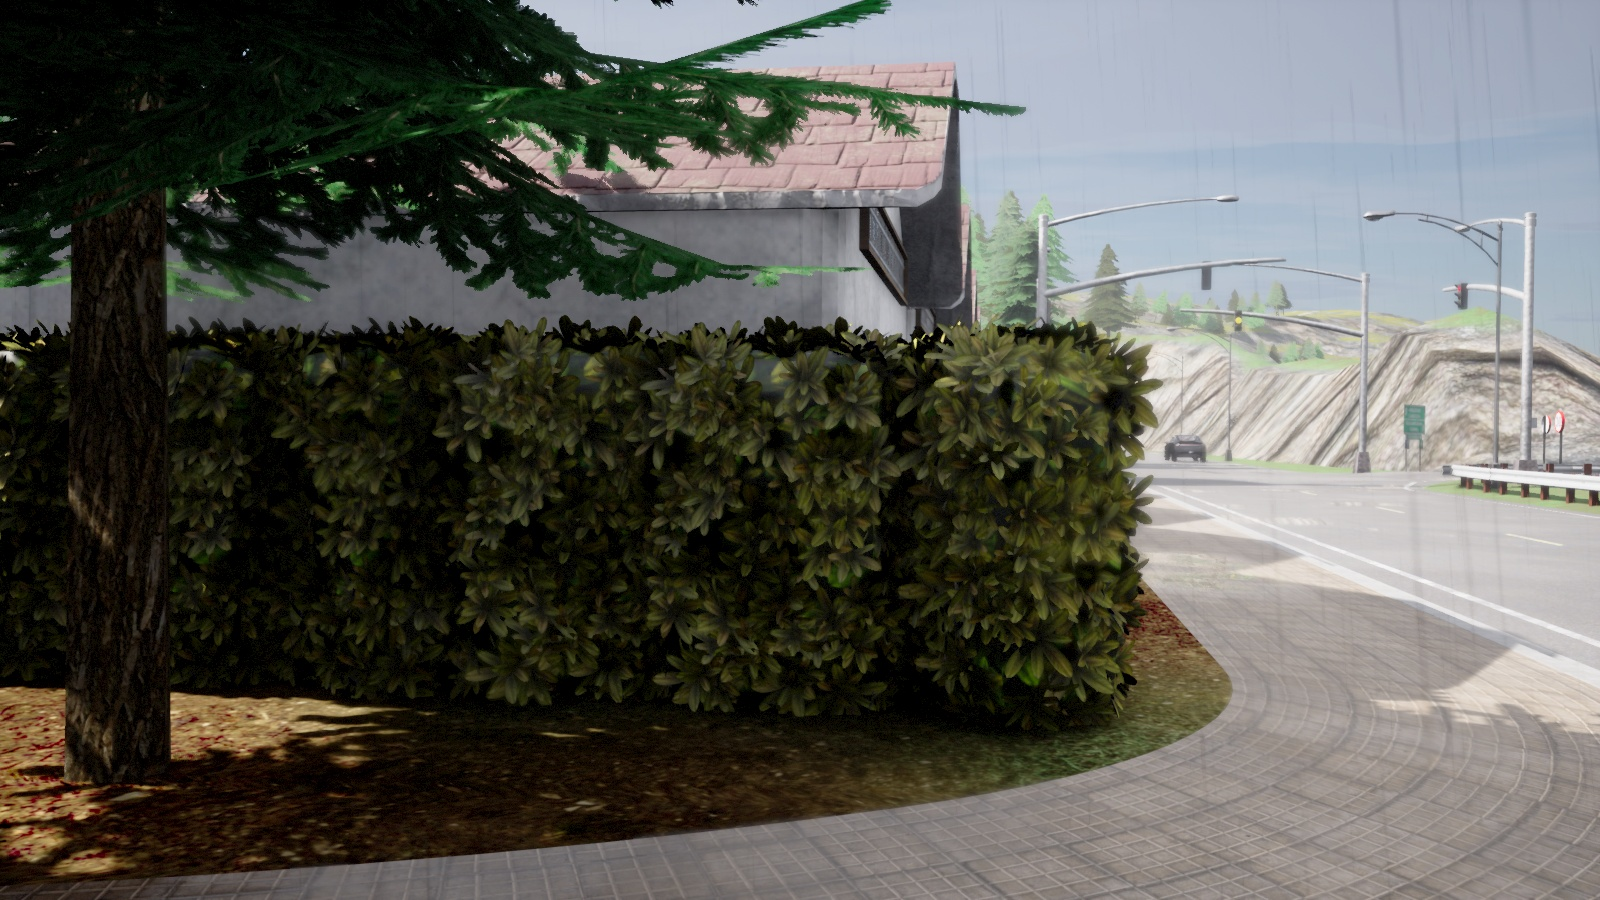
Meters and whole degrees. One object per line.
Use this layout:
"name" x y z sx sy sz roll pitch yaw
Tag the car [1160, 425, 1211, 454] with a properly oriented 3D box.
"car" 21.605 -0.612 70.563 2.128 1.511 4.902 0 1 9
